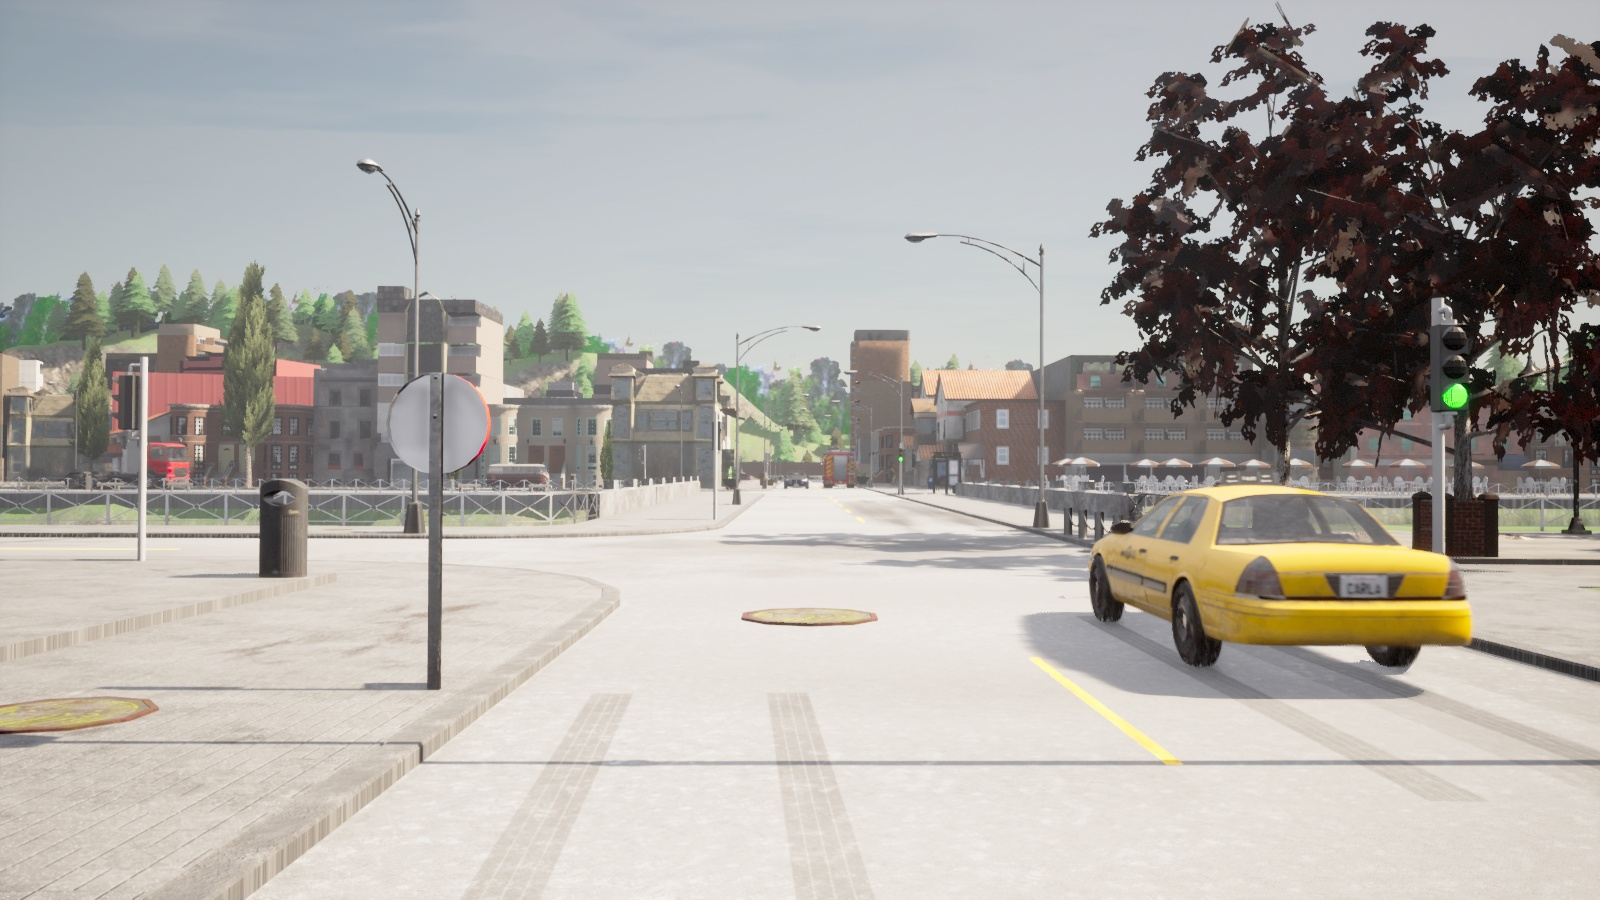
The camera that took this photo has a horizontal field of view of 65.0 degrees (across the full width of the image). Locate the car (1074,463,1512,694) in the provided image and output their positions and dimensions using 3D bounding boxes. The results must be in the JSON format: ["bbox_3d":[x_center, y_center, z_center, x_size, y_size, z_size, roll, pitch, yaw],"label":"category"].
[{"bbox_3d":[3.970,0.927,11.299,1.801,1.575,5.366,0,-1,0],"label":"car"}]

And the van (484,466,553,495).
[{"bbox_3d":[-19.713,2.122,87.928,4.442,1.987,1.775,0,-1,0],"label":"van"}]
